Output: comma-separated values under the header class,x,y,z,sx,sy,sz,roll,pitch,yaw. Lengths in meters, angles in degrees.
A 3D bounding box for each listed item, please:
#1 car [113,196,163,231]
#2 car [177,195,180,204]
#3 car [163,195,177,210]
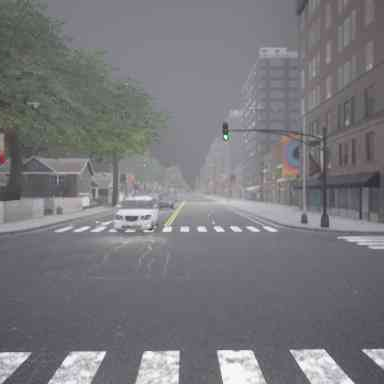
class,x,y,z,sx,sy,sz,roll,pitch,yaw
car,-3.287,1.327,20.728,2.150,2.045,5.566,0,1,0
car,-3.378,1.354,64.871,2.097,1.767,4.553,0,-1,0
car,-3.332,1.303,41.972,2.097,1.767,4.553,0,0,0
